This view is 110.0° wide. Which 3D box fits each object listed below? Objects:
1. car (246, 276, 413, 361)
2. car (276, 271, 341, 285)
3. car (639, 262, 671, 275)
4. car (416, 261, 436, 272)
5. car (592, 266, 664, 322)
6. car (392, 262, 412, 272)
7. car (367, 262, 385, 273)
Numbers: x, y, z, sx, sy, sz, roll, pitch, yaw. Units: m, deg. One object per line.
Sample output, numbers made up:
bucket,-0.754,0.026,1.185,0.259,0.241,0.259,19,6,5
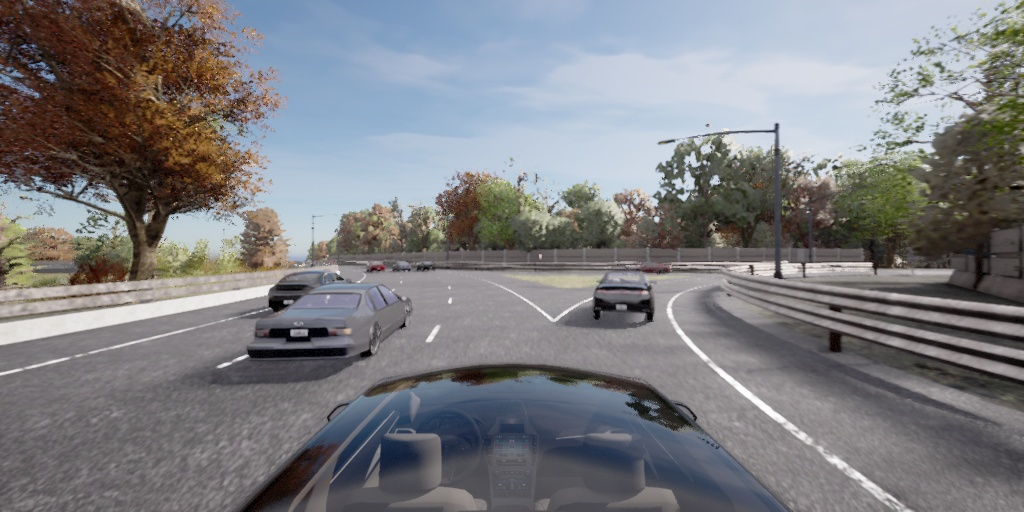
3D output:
car,-3.746,1.344,8.496,2.033,1.411,5.357,0,0,-4
car,-7.938,1.346,14.665,1.837,1.490,4.892,0,0,-7
car,15.729,1.412,41.274,4.674,1.442,1.812,0,0,7
car,-12.858,1.524,53.435,1.882,1.535,5.008,0,0,-30
car,4.007,1.279,12.661,2.128,1.511,4.902,0,0,20
car,-15.958,1.597,51.810,2.033,1.411,5.357,0,0,-30
car,-19.058,1.531,50.186,1.882,1.535,5.008,0,0,-30
